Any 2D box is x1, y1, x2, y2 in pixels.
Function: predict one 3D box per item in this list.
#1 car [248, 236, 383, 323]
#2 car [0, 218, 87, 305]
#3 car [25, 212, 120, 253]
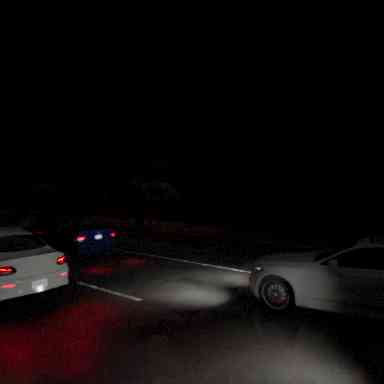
[{"bbox_3d":[3.310,1.524,5.931,4.674,1.442,1.812,0,0,36],"label":"car"},{"bbox_3d":[-4.592,1.438,7.313,4.674,1.442,1.812,1,1,36],"label":"car"},{"bbox_3d":[-4.964,1.416,11.901,5.357,1.411,2.033,1,1,36],"label":"car"}]
